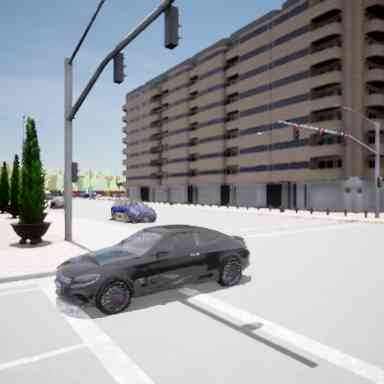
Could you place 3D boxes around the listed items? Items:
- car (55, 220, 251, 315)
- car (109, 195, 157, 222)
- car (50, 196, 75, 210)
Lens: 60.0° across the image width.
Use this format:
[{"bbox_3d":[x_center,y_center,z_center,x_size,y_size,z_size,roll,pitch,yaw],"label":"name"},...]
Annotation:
[{"bbox_3d":[-0.652,1.516,7.694,4.674,1.442,1.812,-1,1,-35],"label":"car"},{"bbox_3d":[-4.424,1.315,24.741,2.097,1.767,4.553,0,0,-35],"label":"car"},{"bbox_3d":[-16.392,1.528,41.776,1.994,1.385,4.181,0,0,-35],"label":"car"}]
